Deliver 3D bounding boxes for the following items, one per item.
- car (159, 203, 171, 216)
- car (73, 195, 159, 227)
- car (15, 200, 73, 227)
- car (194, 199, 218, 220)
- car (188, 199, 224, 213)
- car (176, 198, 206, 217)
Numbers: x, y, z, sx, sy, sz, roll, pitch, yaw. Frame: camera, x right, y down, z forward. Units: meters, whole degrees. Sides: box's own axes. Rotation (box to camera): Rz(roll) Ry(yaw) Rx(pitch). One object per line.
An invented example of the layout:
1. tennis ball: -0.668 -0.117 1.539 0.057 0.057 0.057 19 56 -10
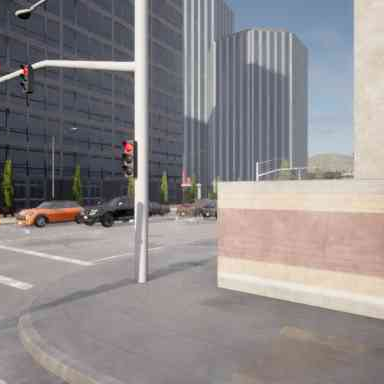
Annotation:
1. car: -4.231 1.603 30.910 2.033 1.411 5.357 0 0 36
2. car: -5.203 1.277 23.562 2.150 2.045 5.566 0 0 36
3. car: -9.758 1.407 23.216 2.097 1.767 4.553 0 0 36
4. car: 2.653 1.547 28.154 2.128 1.511 4.902 0 0 36
5. car: 1.696 1.560 39.139 1.837 1.490 4.892 0 0 36
6. car: 0.528 1.407 31.530 2.097 1.767 4.553 0 0 36
